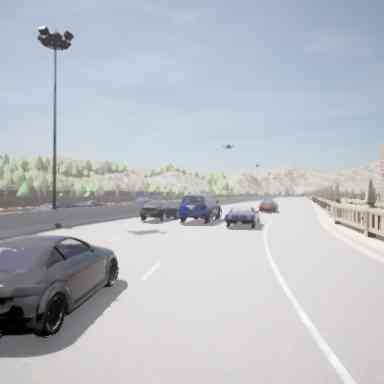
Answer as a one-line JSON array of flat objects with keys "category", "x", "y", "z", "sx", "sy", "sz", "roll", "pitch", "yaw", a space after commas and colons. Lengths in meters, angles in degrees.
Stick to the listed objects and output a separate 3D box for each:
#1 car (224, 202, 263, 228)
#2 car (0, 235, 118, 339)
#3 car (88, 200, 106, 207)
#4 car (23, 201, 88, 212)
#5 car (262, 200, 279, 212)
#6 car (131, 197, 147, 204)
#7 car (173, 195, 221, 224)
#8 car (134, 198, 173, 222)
[{"category": "car", "x": 3.506, "y": 1.596, "z": 22.495, "sx": 1.895, "sy": 1.301, "sz": 4.718, "roll": 0, "pitch": 0, "yaw": 16}, {"category": "car", "x": -2.940, "y": 1.540, "z": 6.666, "sx": 1.994, "sy": 1.385, "sz": 4.181, "roll": 0, "pitch": 0, "yaw": 5}, {"category": "car", "x": -11.111, "y": 1.559, "z": 34.895, "sx": 1.895, "sy": 1.301, "sz": 4.718, "roll": 0, "pitch": 0, "yaw": 19}, {"category": "car", "x": -10.462, "y": 1.493, "z": 25.106, "sx": 2.033, "sy": 1.411, "sz": 5.357, "roll": 0, "pitch": 0, "yaw": 16}, {"category": "car", "x": 8.963, "y": 1.607, "z": 38.901, "sx": 1.994, "sy": 1.385, "sz": 4.181, "roll": 0, "pitch": 0, "yaw": 19}, {"category": "car", "x": -8.099, "y": 1.541, "z": 54.229, "sx": 1.812, "sy": 1.442, "sz": 4.674, "roll": 0, "pitch": 0, "yaw": 19}, {"category": "car", "x": 0.695, "y": 1.208, "z": 25.270, "sx": 2.150, "sy": 2.045, "sz": 5.566, "roll": 0, "pitch": 0, "yaw": 17}, {"category": "car", "x": -2.509, "y": 1.481, "z": 26.584, "sx": 1.837, "sy": 1.490, "sz": 4.892, "roll": 0, "pitch": 0, "yaw": 17}]
